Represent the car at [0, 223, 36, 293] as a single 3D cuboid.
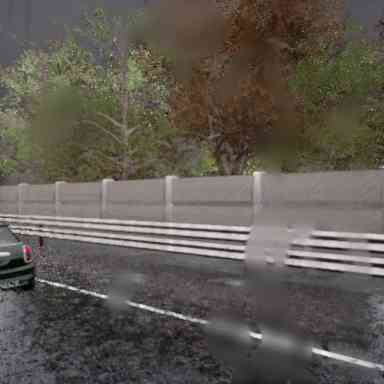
[{"bbox_3d":[-5.797,1.464,7.968,4.553,1.767,2.097,-1,-1,35],"label":"car"}]
